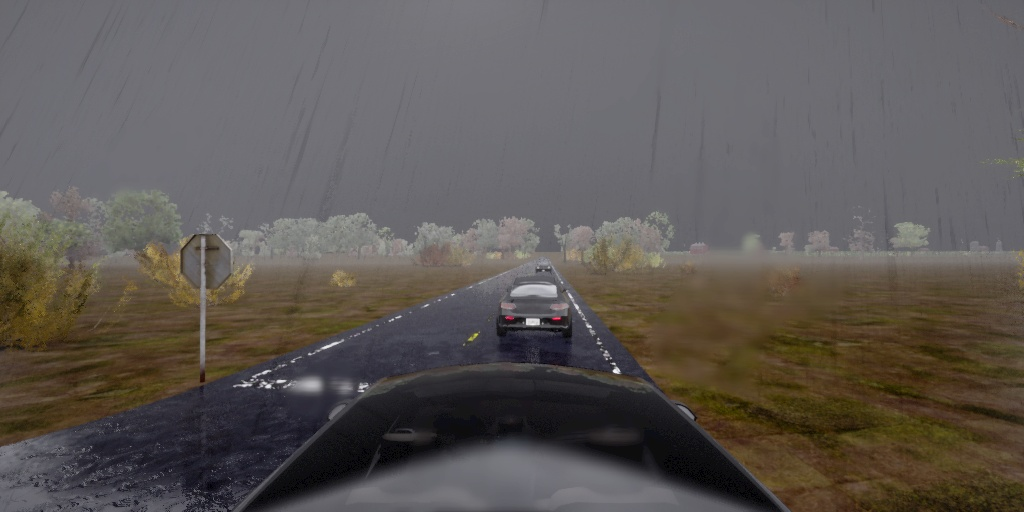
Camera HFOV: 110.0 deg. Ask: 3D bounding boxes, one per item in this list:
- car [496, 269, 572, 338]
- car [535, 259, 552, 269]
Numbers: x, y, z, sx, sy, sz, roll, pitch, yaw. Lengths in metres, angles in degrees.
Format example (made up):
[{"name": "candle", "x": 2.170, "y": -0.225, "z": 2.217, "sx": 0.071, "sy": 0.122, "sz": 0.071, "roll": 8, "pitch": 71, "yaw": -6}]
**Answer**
[{"name": "car", "x": 0.673, "y": 1.276, "z": 10.142, "sx": 1.812, "sy": 1.442, "sz": 4.674, "roll": 0, "pitch": 0, "yaw": 5}, {"name": "car", "x": 3.758, "y": 1.348, "z": 42.429, "sx": 1.895, "sy": 1.301, "sz": 4.718, "roll": 0, "pitch": 0, "yaw": 6}]
